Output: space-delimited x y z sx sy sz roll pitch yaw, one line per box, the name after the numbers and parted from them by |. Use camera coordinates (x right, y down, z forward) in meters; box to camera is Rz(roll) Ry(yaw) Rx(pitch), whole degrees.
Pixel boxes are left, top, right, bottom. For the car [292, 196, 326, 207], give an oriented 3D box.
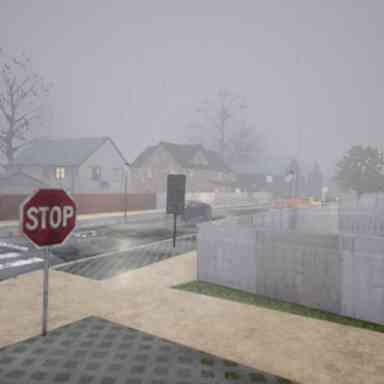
14.797 1.472 41.971 1.882 1.535 5.008 4 2 37 | car

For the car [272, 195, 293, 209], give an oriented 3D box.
12.175 1.205 43.216 2.097 1.767 4.553 4 2 38 | car

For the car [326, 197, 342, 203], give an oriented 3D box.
21.097 1.445 49.843 2.128 1.511 4.902 4 3 41 | car

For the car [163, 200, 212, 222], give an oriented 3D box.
-0.234 1.364 25.631 2.128 1.511 4.902 3 2 33 | car
